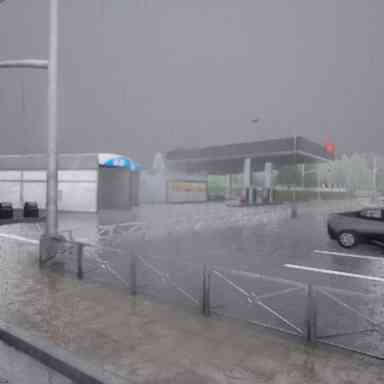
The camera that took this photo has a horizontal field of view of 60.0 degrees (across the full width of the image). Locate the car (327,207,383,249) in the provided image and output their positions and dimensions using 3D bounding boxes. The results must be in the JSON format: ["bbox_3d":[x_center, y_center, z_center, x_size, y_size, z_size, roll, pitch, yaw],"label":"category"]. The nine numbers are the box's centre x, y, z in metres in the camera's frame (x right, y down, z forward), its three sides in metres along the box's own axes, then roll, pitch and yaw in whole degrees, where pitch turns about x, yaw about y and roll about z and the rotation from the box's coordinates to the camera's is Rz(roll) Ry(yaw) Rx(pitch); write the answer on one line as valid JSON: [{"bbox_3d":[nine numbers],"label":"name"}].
[{"bbox_3d":[7.233,1.324,11.857,4.514,1.523,2.007,1,1,36],"label":"car"}]

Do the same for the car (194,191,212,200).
[{"bbox_3d":[2.427,0.637,71.767,1.905,1.878,3.866,1,1,36],"label":"car"}]

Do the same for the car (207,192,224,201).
[{"bbox_3d":[4.448,0.900,64.930,2.242,1.667,4.611,1,1,36],"label":"car"}]

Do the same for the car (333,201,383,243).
[{"bbox_3d":[9.037,1.315,14.423,5.027,1.636,2.152,1,1,36],"label":"car"}]
